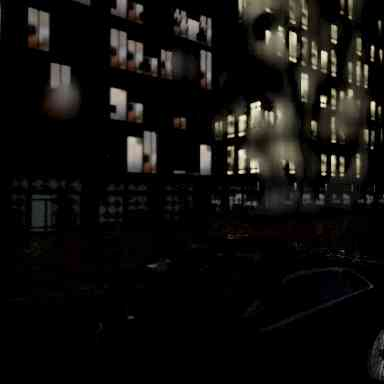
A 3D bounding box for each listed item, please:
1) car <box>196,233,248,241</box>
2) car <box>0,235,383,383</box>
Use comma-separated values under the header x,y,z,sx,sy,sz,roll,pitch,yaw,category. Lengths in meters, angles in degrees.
x,y,z,sx,sy,sz,roll,pitch,yaw,category
0.668,1.581,7.040,4.206,1.307,1.802,0,0,-36,car
0.588,1.491,3.799,4.902,1.511,2.128,0,0,-36,car
